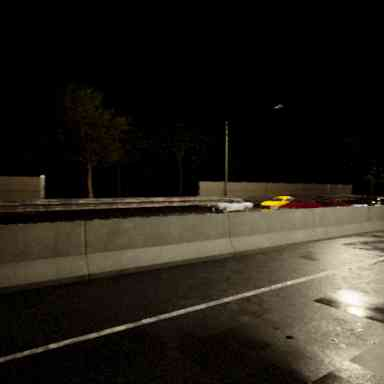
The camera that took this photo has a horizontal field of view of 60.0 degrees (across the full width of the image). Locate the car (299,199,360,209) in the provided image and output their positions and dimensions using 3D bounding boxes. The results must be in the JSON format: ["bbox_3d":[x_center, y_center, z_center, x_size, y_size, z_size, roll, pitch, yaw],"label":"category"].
[{"bbox_3d":[10.487,1.343,25.233,4.674,1.442,1.812,0,1,-37],"label":"car"}]

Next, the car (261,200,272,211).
[{"bbox_3d":[8.885,1.212,32.790,5.008,1.535,1.882,0,1,-37],"label":"car"}]

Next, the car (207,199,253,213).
[{"bbox_3d":[3.705,1.306,32.350,4.718,1.301,1.895,0,1,-40],"label":"car"}]

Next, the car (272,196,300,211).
[{"bbox_3d":[9.381,1.301,28.785,4.674,1.442,1.812,0,1,-37],"label":"car"}]

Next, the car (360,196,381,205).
[{"bbox_3d":[27.166,1.244,50.974,4.181,1.385,1.994,0,1,-37],"label":"car"}]
